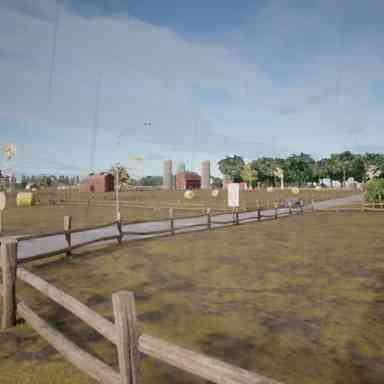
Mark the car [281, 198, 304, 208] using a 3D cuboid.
[{"bbox_3d":[14.902,1.624,49.233,2.033,1.411,5.357,-1,0,36],"label":"car"}]
